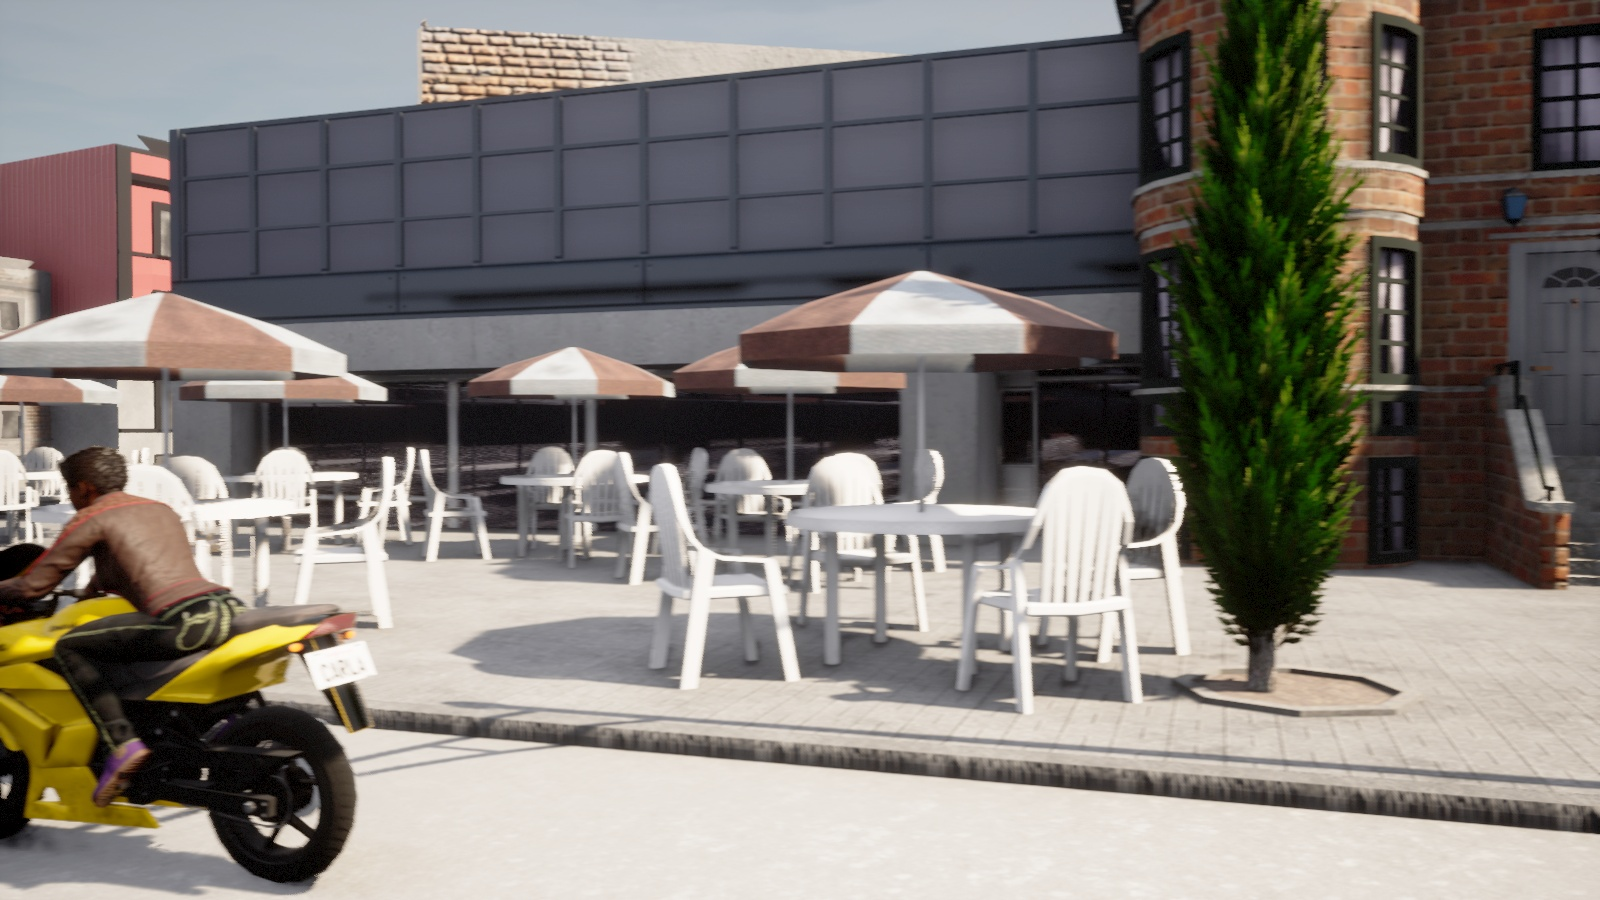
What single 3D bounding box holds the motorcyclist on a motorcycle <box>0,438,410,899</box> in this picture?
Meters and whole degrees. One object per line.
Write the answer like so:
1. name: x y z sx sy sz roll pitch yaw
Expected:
1. motorcyclist on a motorcycle: -2.532 0.726 4.571 2.044 1.523 0.797 1 1 19
